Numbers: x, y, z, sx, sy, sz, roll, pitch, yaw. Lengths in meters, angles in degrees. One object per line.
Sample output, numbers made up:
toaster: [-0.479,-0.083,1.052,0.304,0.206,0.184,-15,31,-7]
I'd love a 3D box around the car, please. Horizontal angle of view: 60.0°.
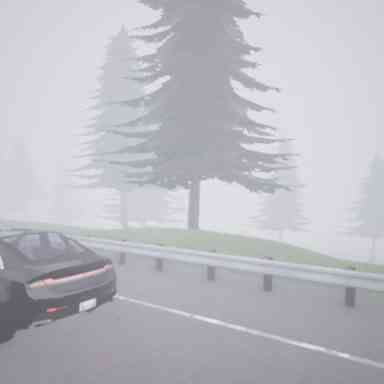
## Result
car: [-3.566,1.463,6.331,4.902,1.511,2.128,0,0,34]
